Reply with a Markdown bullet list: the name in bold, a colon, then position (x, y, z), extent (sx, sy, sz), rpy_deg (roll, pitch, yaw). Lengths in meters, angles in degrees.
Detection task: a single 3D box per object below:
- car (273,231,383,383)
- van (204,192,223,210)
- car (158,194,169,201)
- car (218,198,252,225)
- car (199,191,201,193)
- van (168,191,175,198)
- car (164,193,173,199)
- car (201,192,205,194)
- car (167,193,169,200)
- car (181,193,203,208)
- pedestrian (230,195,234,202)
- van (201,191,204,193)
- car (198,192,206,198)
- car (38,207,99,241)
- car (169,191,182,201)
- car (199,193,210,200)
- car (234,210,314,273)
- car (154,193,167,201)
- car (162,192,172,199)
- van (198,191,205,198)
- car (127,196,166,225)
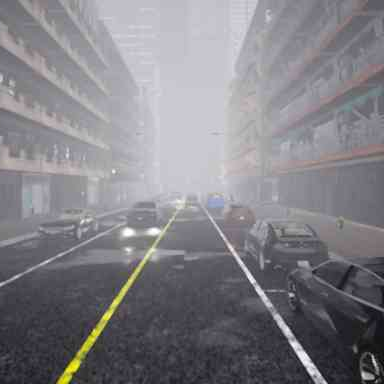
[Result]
- **car**: position (2.677, 1.530, 4.594), extent (1.947, 1.339, 4.313), rpy_deg (-1, 0, 0)
- **van**: position (2.661, 1.051, 38.204), extent (1.690, 1.788, 3.998), rpy_deg (-1, 0, 0)
- **car**: position (-5.727, 1.084, 66.240), extent (1.802, 1.307, 4.206), rpy_deg (-1, 0, 0)
- **car**: position (2.990, 1.357, 22.210), extent (1.812, 1.442, 4.674), rpy_deg (0, 0, 0)
- **car**: position (-0.022, 0.943, 54.127), extent (2.097, 1.767, 4.553), rpy_deg (0, 0, 0)
- **van**: position (-5.741, 0.639, 94.247), extent (1.690, 1.788, 3.998), rpy_deg (-1, 0, 0)
- **car**: position (-5.734, 0.945, 83.045), extent (1.947, 1.339, 4.313), rpy_deg (-1, 0, 0)
- **car**: position (2.659, 1.171, 49.409), extent (1.887, 1.381, 4.507), rpy_deg (-1, 0, 0)
- **car**: position (-5.725, 1.088, 60.638), extent (1.887, 1.381, 4.507), rpy_deg (-1, 0, 0)
- **car**: position (0.046, 1.234, 41.311), extent (2.033, 1.411, 5.357), rpy_deg (0, 0, 0)
- **pedestrian**: position (2.989, 1.103, 25.033), extent (0.375, 1.860, 0.375), rpy_deg (-1, 1, -3)
- **van**: position (2.650, 0.843, 66.213), extent (1.690, 1.788, 3.998), rpy_deg (-1, 0, 0)
- **car**: position (2.644, 0.862, 88.792), extent (1.752, 1.417, 4.829), rpy_deg (-1, 0, 0)
- **car**: position (-5.708, 1.430, 15.823), extent (2.008, 1.369, 4.403), rpy_deg (-1, 0, 0)
- **car**: position (-3.043, 0.737, 64.395), extent (2.150, 2.045, 5.566), rpy_deg (0, 0, 0)
- **car**: position (2.651, 1.011, 71.817), extent (2.008, 1.369, 4.403), rpy_deg (-1, 0, 0)
- **car**: position (2.675, 1.472, 10.197), extent (2.008, 1.369, 4.403), rpy_deg (-1, 0, 0)
- **car**: position (-5.723, 1.151, 55.036), extent (1.947, 1.339, 4.313), rpy_deg (-1, 0, 0)
- **car**: position (-5.733, 0.860, 77.443), extent (1.967, 1.590, 4.097), rpy_deg (-1, 0, 0)
- **van**: position (2.639, 0.639, 94.222), extent (1.690, 1.788, 3.998), rpy_deg (-1, 0, 0)
- **car**: position (-3.110, 1.306, 22.469), extent (1.882, 1.535, 5.008), rpy_deg (0, 0, 0)
